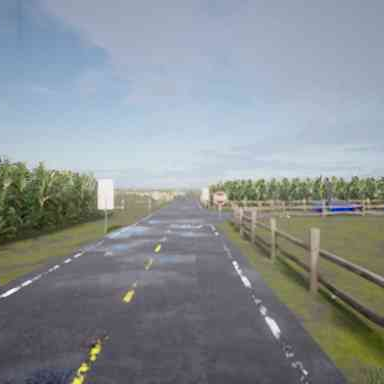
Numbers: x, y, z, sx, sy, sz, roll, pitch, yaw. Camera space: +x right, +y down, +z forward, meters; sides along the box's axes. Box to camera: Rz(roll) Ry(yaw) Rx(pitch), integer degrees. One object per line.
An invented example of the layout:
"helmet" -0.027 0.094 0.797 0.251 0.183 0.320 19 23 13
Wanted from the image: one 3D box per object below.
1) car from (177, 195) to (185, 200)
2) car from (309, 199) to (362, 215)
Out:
"car" -2.744 1.405 84.290 1.994 1.385 4.181 0 0 0
"car" 14.107 1.439 32.575 5.008 1.535 1.882 -1 0 -2
